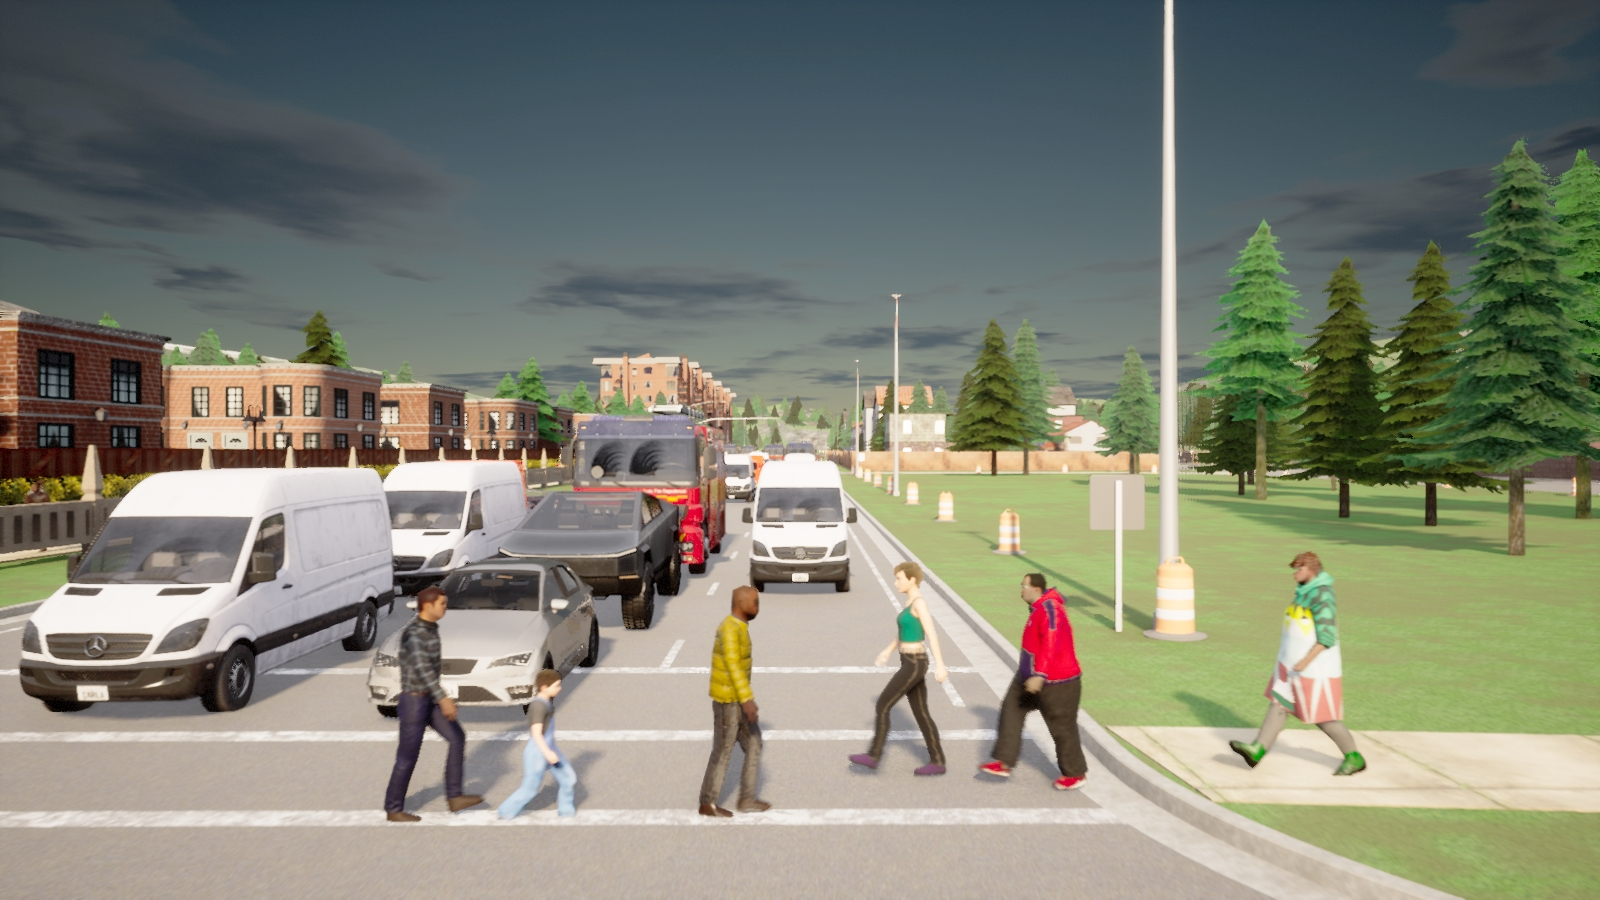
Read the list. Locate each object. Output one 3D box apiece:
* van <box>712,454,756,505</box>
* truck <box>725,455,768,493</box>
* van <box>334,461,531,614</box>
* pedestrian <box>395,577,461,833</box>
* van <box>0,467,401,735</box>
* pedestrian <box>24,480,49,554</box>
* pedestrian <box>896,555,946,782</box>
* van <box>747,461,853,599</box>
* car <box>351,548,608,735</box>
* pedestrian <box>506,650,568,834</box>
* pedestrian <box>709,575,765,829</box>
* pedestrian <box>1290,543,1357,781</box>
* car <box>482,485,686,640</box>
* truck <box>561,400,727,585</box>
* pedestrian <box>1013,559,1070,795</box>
[{"bbox_3d":[-3.499,1.526,61.398,1.988,2.561,5.915,0,0,0],"label":"van"},{"bbox_3d":[-3.509,1.558,76.092,2.627,2.467,5.204,0,0,0],"label":"truck"},{"bbox_3d":[-6.997,1.532,22.549,1.988,2.561,5.915,0,0,0],"label":"van"},{"bbox_3d":[-2.814,1.911,8.660,0.375,1.860,0.375,0,0,0],"label":"pedestrian"},{"bbox_3d":[-6.997,1.533,14.220,1.988,2.561,5.915,0,0,0],"label":"van"},{"bbox_3d":[-19.305,1.693,28.898,0.375,1.860,0.375,0,0,0],"label":"pedestrian"},{"bbox_3d":[1.030,1.847,9.751,0.375,1.860,0.375,0,0,-2],"label":"pedestrian"},{"bbox_3d":[0.002,1.532,24.479,1.988,2.561,5.915,0,0,0],"label":"van"},{"bbox_3d":[-3.503,2.064,13.315,1.816,1.474,4.193,0,0,0],"label":"car"},{"bbox_3d":[-1.992,2.200,8.676,0.375,1.300,0.375,0,0,2],"label":"pedestrian"},{"bbox_3d":[-0.480,1.909,8.752,0.375,1.860,0.375,0,0,5],"label":"pedestrian"},{"bbox_3d":[4.240,1.696,9.264,0.375,1.860,0.375,0,0,1],"label":"pedestrian"},{"bbox_3d":[-3.501,1.751,20.019,2.390,2.098,6.274,0,0,0],"label":"car"},{"bbox_3d":[-3.497,0.887,27.865,2.891,3.827,8.468,0,0,0],"label":"truck"},{"bbox_3d":[1.980,1.847,9.386,0.375,1.860,0.375,0,0,-2],"label":"pedestrian"}]
